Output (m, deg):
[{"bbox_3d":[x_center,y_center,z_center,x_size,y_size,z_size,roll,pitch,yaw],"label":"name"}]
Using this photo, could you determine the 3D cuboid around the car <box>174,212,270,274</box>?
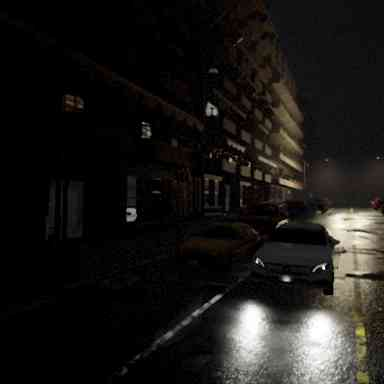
[{"bbox_3d":[1.079,1.596,11.029,1.752,1.417,4.829,2,0,26],"label":"car"}]

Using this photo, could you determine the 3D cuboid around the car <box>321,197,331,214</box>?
[{"bbox_3d":[15.469,1.633,41.119,2.192,1.841,5.009,2,0,26],"label":"car"}]

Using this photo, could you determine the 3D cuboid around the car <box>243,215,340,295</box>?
[{"bbox_3d":[3.026,1.589,9.196,1.812,1.442,4.674,0,0,26],"label":"car"}]

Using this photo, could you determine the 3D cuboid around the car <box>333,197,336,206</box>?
[{"bbox_3d":[22.619,2.027,56.089,1.947,1.339,4.313,1,0,26],"label":"car"}]

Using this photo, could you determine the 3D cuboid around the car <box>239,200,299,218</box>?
[{"bbox_3d":[3.544,1.423,16.172,2.192,1.841,5.009,2,0,26],"label":"car"}]

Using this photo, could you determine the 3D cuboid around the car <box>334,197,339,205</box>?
[{"bbox_3d":[29.779,1.937,71.056,2.192,1.841,5.009,1,0,26],"label":"car"}]

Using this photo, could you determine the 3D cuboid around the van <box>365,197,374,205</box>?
[{"bbox_3d":[43.990,2.136,82.594,1.690,1.788,3.998,1,0,26],"label":"van"}]

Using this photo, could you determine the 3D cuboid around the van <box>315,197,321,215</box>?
[{"bbox_3d":[10.698,1.569,31.141,1.690,1.788,3.998,2,0,26],"label":"van"}]

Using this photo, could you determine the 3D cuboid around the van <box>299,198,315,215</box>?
[{"bbox_3d":[8.313,1.527,26.149,1.690,1.788,3.998,2,0,26],"label":"van"}]

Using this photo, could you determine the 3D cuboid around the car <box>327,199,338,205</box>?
[{"bbox_3d":[32.159,2.224,76.047,1.887,1.381,4.507,1,0,26],"label":"car"}]

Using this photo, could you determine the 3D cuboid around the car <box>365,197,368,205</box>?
[{"bbox_3d":[36.828,2.199,67.622,1.802,1.307,4.206,1,0,26],"label":"car"}]

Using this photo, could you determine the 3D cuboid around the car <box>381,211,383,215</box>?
[{"bbox_3d":[20.161,1.812,32.676,1.887,1.381,4.507,1,0,26],"label":"car"}]

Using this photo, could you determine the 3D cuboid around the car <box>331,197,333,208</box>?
[{"bbox_3d":[17.854,1.679,46.108,2.192,1.841,5.009,2,0,26],"label":"car"}]

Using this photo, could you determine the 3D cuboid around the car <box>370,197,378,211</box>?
[{"bbox_3d":[27.292,1.722,47.660,2.192,1.841,5.009,1,0,26],"label":"car"}]

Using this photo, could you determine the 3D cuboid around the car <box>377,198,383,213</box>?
[{"bbox_3d":[22.556,1.753,37.663,1.967,1.590,4.097,1,0,26],"label":"car"}]

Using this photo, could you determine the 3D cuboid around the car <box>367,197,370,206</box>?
[{"bbox_3d":[32.060,1.948,57.642,1.967,1.590,4.097,1,0,26],"label":"car"}]
